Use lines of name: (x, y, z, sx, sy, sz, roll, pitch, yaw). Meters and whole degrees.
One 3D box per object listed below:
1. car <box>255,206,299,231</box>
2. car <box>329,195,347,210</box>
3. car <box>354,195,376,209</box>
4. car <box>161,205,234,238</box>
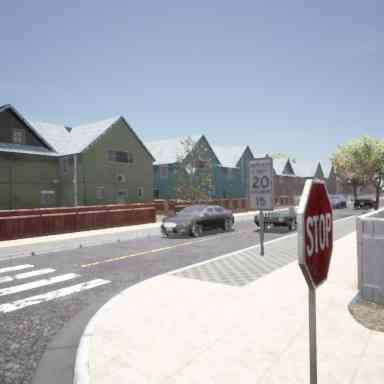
car: (5.484, 1.444, 19.285, 1.895, 1.301, 4.718, -2, -1, 37)
car: (16.588, 1.118, 38.948, 2.097, 1.767, 4.553, -2, -1, 37)
car: (20.789, 1.154, 39.718, 1.882, 1.535, 5.008, -2, -1, 37)
car: (0.402, 1.446, 17.424, 2.128, 1.511, 4.902, -2, -1, 37)
